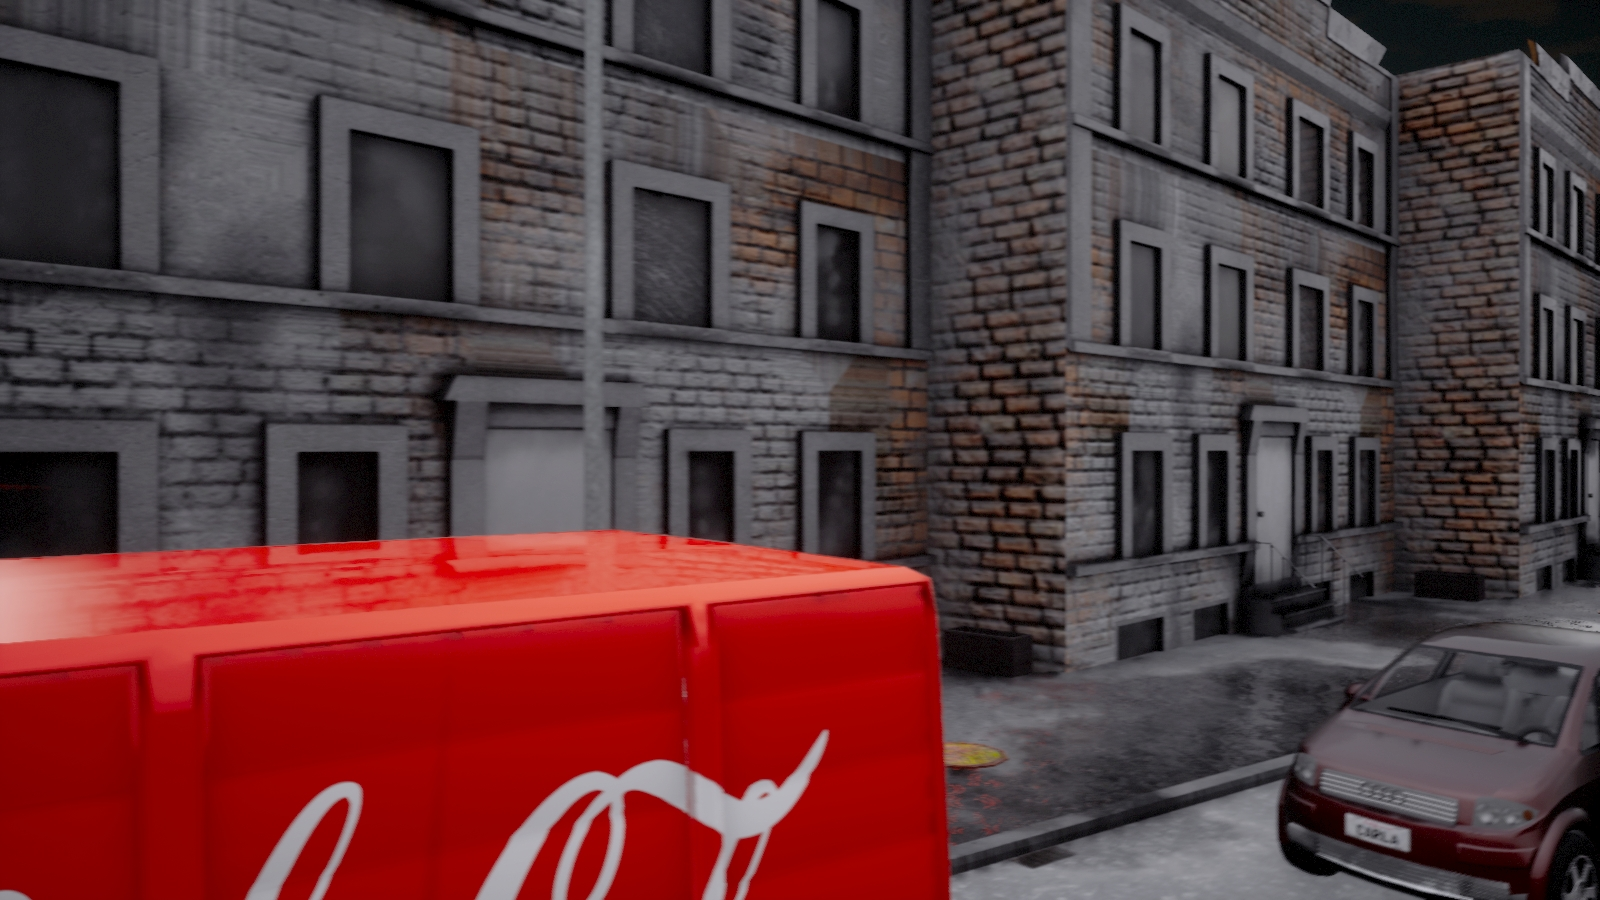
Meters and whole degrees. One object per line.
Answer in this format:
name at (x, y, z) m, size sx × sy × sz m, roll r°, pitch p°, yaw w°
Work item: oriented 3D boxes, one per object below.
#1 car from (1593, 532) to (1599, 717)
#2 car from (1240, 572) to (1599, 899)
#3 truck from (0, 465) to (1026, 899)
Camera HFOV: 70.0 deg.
car at (10.093, 1.676, 11.446) m, size 4.553 × 1.767 × 2.097 m, roll 0°, pitch 0°, yaw -35°
car at (4.870, 1.797, 7.708) m, size 3.705 × 1.549 × 1.789 m, roll 0°, pitch 0°, yaw -35°
truck at (-2.280, 1.337, 2.636) m, size 5.204 × 2.467 × 2.627 m, roll -1°, pitch 1°, yaw -35°
